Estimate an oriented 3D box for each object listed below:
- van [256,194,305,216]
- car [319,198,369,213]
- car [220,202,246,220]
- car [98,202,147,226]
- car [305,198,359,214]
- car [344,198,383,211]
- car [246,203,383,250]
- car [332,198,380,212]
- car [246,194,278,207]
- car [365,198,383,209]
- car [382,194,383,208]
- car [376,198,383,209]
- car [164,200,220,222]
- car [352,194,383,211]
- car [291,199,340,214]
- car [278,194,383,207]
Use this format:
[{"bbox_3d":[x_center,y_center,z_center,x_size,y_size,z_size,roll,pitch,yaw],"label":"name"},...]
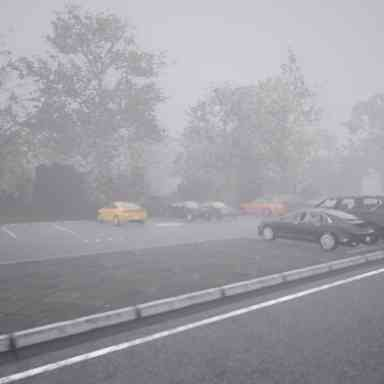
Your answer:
[{"bbox_3d":[8.632,1.242,32.804,1.878,1.987,4.442,0,0,-36],"label":"van"},{"bbox_3d":[17.767,1.533,39.184,2.097,1.535,5.008,0,0,-36],"label":"car"},{"bbox_3d":[1.901,1.476,27.861,2.002,1.452,4.674,0,0,-35],"label":"car"},{"bbox_3d":[-4.899,1.431,23.006,2.097,1.535,5.008,0,0,-35],"label":"car"},{"bbox_3d":[15.605,1.514,37.417,1.946,1.575,5.366,0,0,-36],"label":"car"},{"bbox_3d":[22.277,1.596,42.453,2.163,1.488,4.792,0,0,-36],"label":"car"},{"bbox_3d":[4.941,1.430,13.957,2.231,1.521,4.892,0,0,-35],"label":"car"},{"bbox_3d":[20.045,1.579,40.785,2.163,1.488,4.792,0,0,-36],"label":"car"},{"bbox_3d":[6.454,1.329,31.068,2.185,1.767,4.553,0,0,-36],"label":"car"},{"bbox_3d":[26.826,1.605,45.666,2.097,1.535,5.008,1,0,-36],"label":"car"},{"bbox_3d":[31.370,1.398,48.888,2.435,2.045,5.566,1,0,-36],"label":"car"},{"bbox_3d":[28.988,1.665,47.216,2.002,1.452,4.674,1,0,-36],"label":"car"},{"bbox_3d":[-0.370,1.430,26.246,2.097,1.535,5.008,0,0,-35],"label":"car"},{"bbox_3d":[24.575,1.333,44.027,2.435,2.045,5.566,0,0,-36],"label":"car"},{"bbox_3d":[13.233,1.541,35.946,2.002,1.452,4.674,0,0,-36],"label":"car"},{"bbox_3d":[7.203,1.179,15.610,2.435,2.045,5.566,0,0,-35],"label":"car"}]
